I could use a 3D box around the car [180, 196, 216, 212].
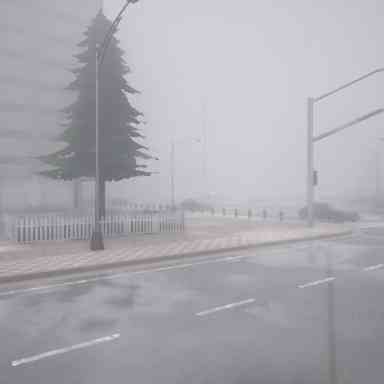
[{"bbox_3d":[0.380,1.526,39.464,1.812,1.442,4.674,0,0,-36],"label":"car"}]

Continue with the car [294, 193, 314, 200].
[{"bbox_3d":[21.103,1.395,62.520,1.970,1.475,3.806,0,0,-36],"label":"car"}]

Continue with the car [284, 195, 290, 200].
[{"bbox_3d":[21.513,1.153,81.445,1.932,1.855,4.605,0,0,-36],"label":"car"}]

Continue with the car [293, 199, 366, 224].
[{"bbox_3d":[10.264,1.526,25.251,1.812,1.442,4.674,0,0,-31],"label":"car"}]

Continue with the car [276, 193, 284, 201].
[{"bbox_3d":[19.361,1.364,79.842,1.784,1.438,3.905,0,0,-36],"label":"car"}]

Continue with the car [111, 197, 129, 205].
[{"bbox_3d":[-12.405,1.565,57.332,1.994,1.385,4.181,0,0,-36],"label":"car"}]

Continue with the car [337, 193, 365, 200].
[{"bbox_3d":[34.792,1.153,72.427,1.932,1.855,4.605,0,0,-36],"label":"car"}]

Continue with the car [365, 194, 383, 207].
[{"bbox_3d":[26.683,1.153,45.101,1.932,1.855,4.605,0,0,-36],"label":"car"}]

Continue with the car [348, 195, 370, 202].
[{"bbox_3d":[37.185,1.364,74.060,1.784,1.438,3.905,0,0,-36],"label":"car"}]

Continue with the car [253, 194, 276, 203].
[{"bbox_3d":[17.006,1.395,78.158,1.970,1.475,3.806,0,0,-36],"label":"car"}]
